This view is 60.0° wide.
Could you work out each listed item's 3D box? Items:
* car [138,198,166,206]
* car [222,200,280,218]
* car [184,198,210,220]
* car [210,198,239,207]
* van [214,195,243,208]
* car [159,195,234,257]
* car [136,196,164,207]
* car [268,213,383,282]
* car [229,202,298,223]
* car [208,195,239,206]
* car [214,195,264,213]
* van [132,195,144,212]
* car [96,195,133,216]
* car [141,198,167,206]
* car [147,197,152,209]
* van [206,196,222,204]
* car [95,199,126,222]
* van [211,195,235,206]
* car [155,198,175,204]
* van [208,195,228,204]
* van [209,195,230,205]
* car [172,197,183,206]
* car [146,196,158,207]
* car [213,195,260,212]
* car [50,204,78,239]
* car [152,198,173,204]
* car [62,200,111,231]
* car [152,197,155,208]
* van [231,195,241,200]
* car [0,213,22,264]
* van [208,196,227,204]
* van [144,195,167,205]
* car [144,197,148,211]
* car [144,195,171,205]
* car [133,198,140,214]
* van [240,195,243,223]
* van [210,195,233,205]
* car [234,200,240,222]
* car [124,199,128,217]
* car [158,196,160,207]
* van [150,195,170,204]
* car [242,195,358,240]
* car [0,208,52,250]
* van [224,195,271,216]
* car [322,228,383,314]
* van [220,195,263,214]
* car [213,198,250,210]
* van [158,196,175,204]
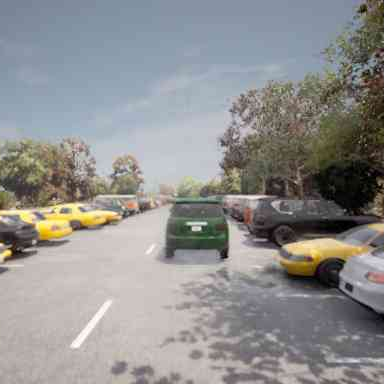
[{"bbox_3d":[-7.339,1.798,61.582,5.008,1.535,2.097,0,0,1],"label":"car"},{"bbox_3d":[5.394,1.548,30.828,5.008,1.535,2.097,0,-1,1],"label":"car"},{"bbox_3d":[0.428,1.398,29.184,2.097,1.767,4.553,0,-1,1],"label":"car"},{"bbox_3d":[5.706,1.791,58.527,5.008,1.535,2.097,0,-1,1],"label":"car"},{"bbox_3d":[5.765,1.518,53.113,4.442,1.987,1.878,0,-1,1],"label":"van"},{"bbox_3d":[0.217,1.224,13.033,2.150,2.045,5.566,0,0,2],"label":"car"},{"bbox_3d":[-7.397,1.648,58.807,4.553,1.767,2.185,0,-1,1],"label":"car"},{"bbox_3d":[4.945,1.484,8.680,5.366,1.575,1.946,0,0,1],"label":"car"},{"bbox_3d":[5.353,1.537,25.290,4.792,1.488,2.163,0,0,1],"label":"car"},{"bbox_3d":[5.717,1.565,61.424,5.566,2.045,2.435,0,-1,1],"label":"car"},{"bbox_3d":[5.458,1.369,39.139,5.566,2.045,2.435,0,0,1],"label":"car"},{"bbox_3d":[-7.540,1.329,33.823,4.442,1.987,1.878,0,-1,1],"label":"van"},{"bbox_3d":[-7.690,1.383,28.274,4.553,1.767,2.185,0,0,1],"label":"car"},{"bbox_3d":[-7.299,1.863,64.357,4.674,1.452,2.002,0,-1,1],"label":"car"},{"bbox_3d":[-7.622,1.633,39.374,4.792,1.488,2.163,0,0,1],"label":"car"},{"bbox_3d":[6.247,2.265,94.513,4.442,1.987,1.878,0,-1,1],"label":"van"},{"bbox_3d":[-7.601,1.475,22.725,5.366,1.575,1.946,0,0,1],"label":"car"},{"bbox_3d":[5.894,1.615,64.192,4.442,1.987,1.878,0,-1,1],"label":"van"},{"bbox_3d":[-7.038,2.270,86.540,5.008,1.535,2.097,0,-1,1],"label":"car"},{"bbox_3d":[5.788,1.782,75.132,4.442,1.987,1.878,0,-1,1],"label":"van"},{"bbox_3d":[5.726,1.664,69.742,4.442,1.987,1.878,0,-1,1],"label":"van"},{"bbox_3d":[-2.769,1.832,64.928,1.882,1.535,5.008,0,0,1],"label":"car"},{"bbox_3d":[-7.713,1.649,44.928,5.366,1.575,1.946,0,-1,1],"label":"car"},{"bbox_3d":[5.490,1.394,41.909,5.566,2.045,2.435,0,-1,1],"label":"car"},{"bbox_3d":[-8.069,1.466,14.403,5.366,1.575,1.946,0,0,1],"label":"car"},{"bbox_3d":[-7.138,2.162,80.991,4.792,1.488,2.163,0,-1,1],"label":"car"},{"bbox_3d":[-8.003,1.469,20.076,5.366,1.575,1.946,0,0,1],"label":"car"},{"bbox_3d":[-7.589,1.657,42.150,4.792,1.488,2.163,0,-1,1],"label":"car"},{"bbox_3d":[5.248,1.300,28.045,4.442,1.987,1.878,0,0,0],"label":"van"},{"bbox_3d":[-7.763,1.466,8.847,5.366,1.575,1.946,0,0,1],"label":"car"},{"bbox_3d":[6.086,1.920,80.667,4.442,1.987,1.878,0,-1,1],"label":"van"},{"bbox_3d":[-7.385,1.621,67.137,4.442,1.987,1.878,0,-1,1],"label":"van"},{"bbox_3d":[-7.654,1.608,36.598,4.792,1.488,2.163,0,-1,1],"label":"car"},{"bbox_3d":[-7.208,1.620,69.911,5.566,2.045,2.435,0,-1,1],"label":"car"},{"bbox_3d":[-7.660,1.560,31.045,4.792,1.488,2.163,0,-1,1],"label":"car"},{"bbox_3d":[5.378,1.265,19.879,4.442,1.987,1.878,0,0,1],"label":"van"},{"bbox_3d":[5.925,1.638,66.837,4.442,1.987,1.878,0,0,1],"label":"van"},{"bbox_3d":[5.322,1.526,22.651,4.792,1.488,2.163,0,0,1],"label":"car"},{"bbox_3d":[-7.760,1.491,25.494,4.892,1.521,2.231,0,0,1],"label":"car"},{"bbox_3d":[-7.489,1.678,47.702,4.892,1.521,2.231,0,-1,1],"label":"car"},{"bbox_3d":[-7.289,1.768,75.447,4.442,1.987,1.878,0,-1,1],"label":"van"},{"bbox_3d":[5.224,1.236,14.217,5.566,2.045,2.435,0,0,1],"label":"car"},{"bbox_3d":[-7.910,1.470,11.626,4.892,1.521,2.231,0,0,1],"label":"car"},{"bbox_3d":[5.538,1.346,33.598,4.442,1.987,1.878,0,0,1],"label":"van"},{"bbox_3d":[5.095,1.527,5.908,4.674,1.452,2.002,0,0,1],"label":"car"},{"bbox_3d":[5.337,1.370,36.371,4.442,1.987,1.878,0,0,1],"label":"van"},{"bbox_3d":[5.577,1.694,47.447,5.008,1.535,2.097,0,-1,1],"label":"car"},{"bbox_3d":[-6.894,2.114,89.320,4.442,1.987,1.878,0,-1,1],"label":"van"}]
